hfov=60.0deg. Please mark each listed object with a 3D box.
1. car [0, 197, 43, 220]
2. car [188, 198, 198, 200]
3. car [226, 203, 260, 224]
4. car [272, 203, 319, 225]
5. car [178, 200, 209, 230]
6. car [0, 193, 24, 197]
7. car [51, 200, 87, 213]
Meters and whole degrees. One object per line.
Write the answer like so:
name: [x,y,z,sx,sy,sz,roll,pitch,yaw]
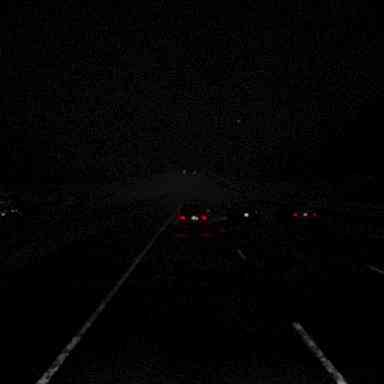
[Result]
car: [-14.050,1.413,27.276,2.128,1.511,4.902,0,0,0]
car: [0.105,1.439,41.828,1.994,1.385,4.181,0,0,0]
car: [3.603,1.491,24.028,1.994,1.385,4.181,0,0,0]
car: [7.102,1.475,23.349,2.033,1.411,5.357,0,0,0]
car: [0.101,1.480,20.708,2.033,1.411,5.357,0,0,0]
car: [-17.520,1.139,30.756,2.150,2.045,5.566,0,0,1]
car: [-10.538,1.443,28.954,1.812,1.442,4.674,0,0,1]
